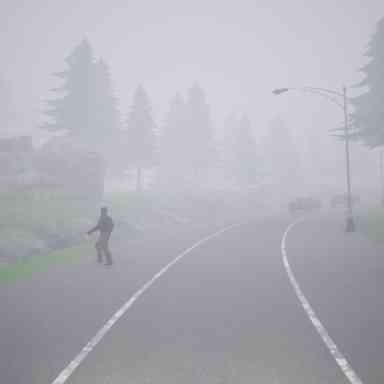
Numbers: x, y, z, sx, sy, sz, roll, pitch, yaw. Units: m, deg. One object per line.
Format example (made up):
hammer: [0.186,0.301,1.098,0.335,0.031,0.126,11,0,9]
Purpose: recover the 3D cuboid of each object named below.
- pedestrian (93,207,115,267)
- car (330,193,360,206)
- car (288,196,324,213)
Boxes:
pedestrian: [-2.716,1.324,10.261,0.375,1.860,0.375,5,-5,11]
car: [18.390,0.884,39.834,4.902,1.511,2.128,-1,-3,-41]
car: [10.759,1.134,31.343,2.033,1.411,5.357,-4,-2,37]
